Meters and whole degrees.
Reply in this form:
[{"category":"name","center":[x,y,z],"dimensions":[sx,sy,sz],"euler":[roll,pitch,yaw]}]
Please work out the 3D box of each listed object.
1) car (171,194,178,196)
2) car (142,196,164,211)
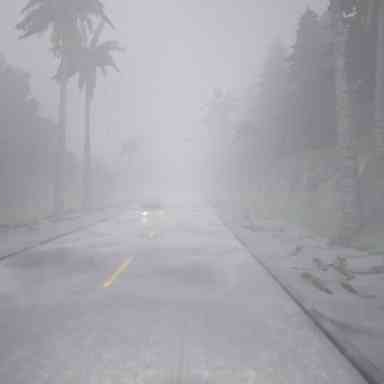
[{"category":"car","center":[-4.039,0.643,77.743],"dimensions":[2.033,1.411,5.357],"euler":[0,1,0]},{"category":"car","center":[-4.083,1.142,35.574],"dimensions":[1.882,1.535,5.008],"euler":[0,0,0]}]
